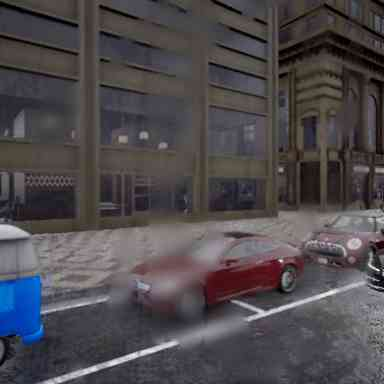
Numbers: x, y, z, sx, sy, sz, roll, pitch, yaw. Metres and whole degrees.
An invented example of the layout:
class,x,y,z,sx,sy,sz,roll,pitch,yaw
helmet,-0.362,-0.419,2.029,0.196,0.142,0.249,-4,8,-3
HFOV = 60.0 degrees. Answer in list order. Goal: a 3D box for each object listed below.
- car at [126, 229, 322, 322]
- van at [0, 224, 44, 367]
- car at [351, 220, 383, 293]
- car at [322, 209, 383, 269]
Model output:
class,x,y,z,sx,sy,sz,roll,pitch,yaw
car,0.687,1.549,7.129,4.206,1.307,1.802,-1,1,-35
van,-3.878,1.348,3.880,3.998,1.788,1.690,-1,1,-35
car,5.867,1.439,7.552,4.892,1.490,1.837,-1,0,-35
car,5.250,1.366,10.376,4.097,1.590,1.967,-1,1,-35
